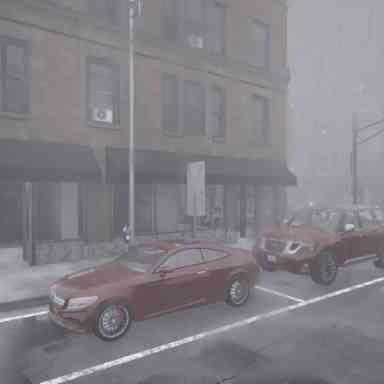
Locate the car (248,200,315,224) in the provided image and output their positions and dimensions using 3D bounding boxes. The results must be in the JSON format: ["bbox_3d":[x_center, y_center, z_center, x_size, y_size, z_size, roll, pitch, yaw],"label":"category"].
[{"bbox_3d":[6.813,1.487,25.884,1.882,1.535,5.008,0,0,-35],"label":"car"}]

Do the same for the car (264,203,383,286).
[{"bbox_3d":[4.008,1.315,9.618,5.009,1.841,2.192,0,0,-35],"label":"car"}]

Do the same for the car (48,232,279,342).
[{"bbox_3d":[-0.491,1.582,6.414,4.206,1.307,1.802,0,0,-35],"label":"car"}]
